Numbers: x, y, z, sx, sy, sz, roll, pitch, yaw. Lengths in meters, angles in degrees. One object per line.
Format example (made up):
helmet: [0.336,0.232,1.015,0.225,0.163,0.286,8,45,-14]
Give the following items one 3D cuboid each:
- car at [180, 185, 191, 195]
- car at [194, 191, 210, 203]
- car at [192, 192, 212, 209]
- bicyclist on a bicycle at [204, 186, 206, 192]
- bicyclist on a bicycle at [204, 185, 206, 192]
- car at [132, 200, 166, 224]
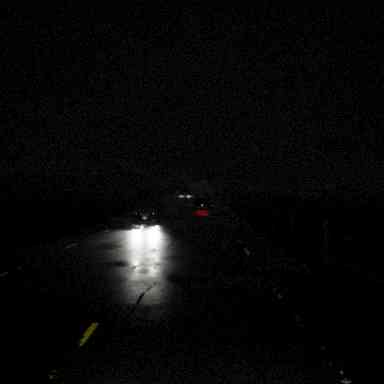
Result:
car: [-1.469,-0.547,73.237,2.150,2.045,5.566,0,2,2]
car: [1.430,0.696,48.498,2.128,1.511,4.902,0,2,2]
car: [1.108,1.041,36.948,1.837,1.490,4.892,0,2,2]
bicyclist on a bicycle: [3.234,-0.516,81.682,0.582,1.620,1.656,0,2,2]
bicyclist on a bicycle: [3.487,-0.943,90.668,0.582,1.620,1.656,0,2,2]
car: [-2.955,1.344,23.669,2.128,1.511,4.902,0,1,2]
